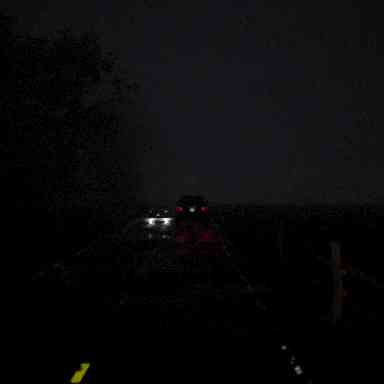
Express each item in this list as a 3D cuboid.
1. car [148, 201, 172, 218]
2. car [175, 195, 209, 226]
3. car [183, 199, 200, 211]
[{"bbox_3d":[-2.878,1.554,30.727,2.033,1.411,5.357,0,0,0],"label":"car"},{"bbox_3d":[0.001,1.220,23.328,2.150,2.045,5.566,0,0,0],"label":"car"},{"bbox_3d":[-0.071,1.566,40.942,1.994,1.385,4.181,0,0,0],"label":"car"}]
